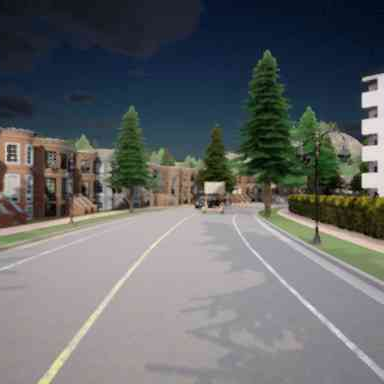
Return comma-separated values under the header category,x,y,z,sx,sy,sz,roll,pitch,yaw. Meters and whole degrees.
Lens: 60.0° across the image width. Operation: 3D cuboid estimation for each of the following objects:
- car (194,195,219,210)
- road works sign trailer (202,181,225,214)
category,x,y,z,sx,sy,sz,roll,pitch,yaw
car,2.155,1.388,46.529,2.150,2.045,5.566,0,0,23
road works sign trailer,2.562,0.598,36.986,2.380,3.560,2.880,0,0,18
